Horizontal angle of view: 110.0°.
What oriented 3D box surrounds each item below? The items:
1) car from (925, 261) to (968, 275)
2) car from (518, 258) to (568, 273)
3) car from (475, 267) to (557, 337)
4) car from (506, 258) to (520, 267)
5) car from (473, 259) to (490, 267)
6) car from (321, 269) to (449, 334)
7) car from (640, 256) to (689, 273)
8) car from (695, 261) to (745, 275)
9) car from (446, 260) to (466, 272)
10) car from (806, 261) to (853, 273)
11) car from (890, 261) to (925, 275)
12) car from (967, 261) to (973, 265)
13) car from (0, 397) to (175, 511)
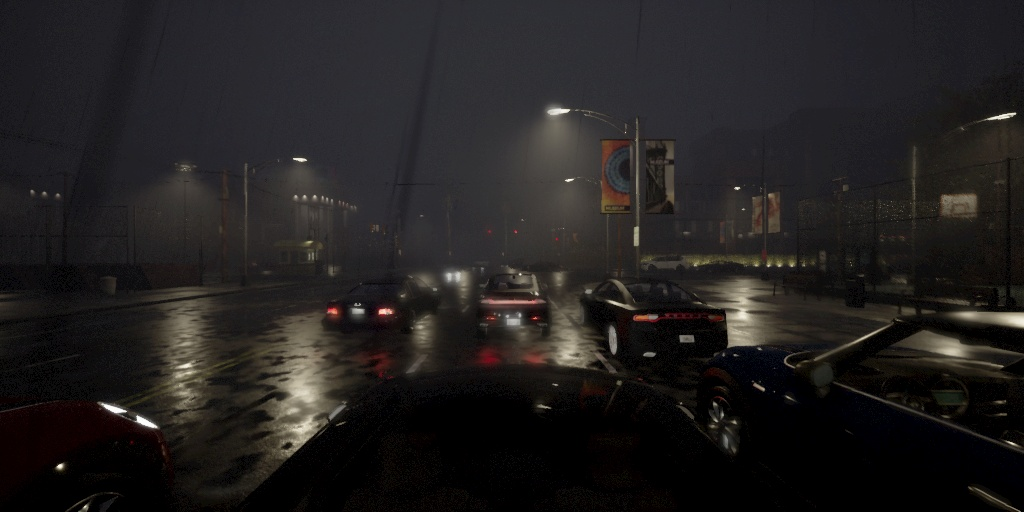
[{"bbox_3d":[45.162,1.241,35.795,4.902,1.511,2.128,0,0,-1],"label":"car"},{"bbox_3d":[3.805,1.297,41.858,5.357,1.411,2.033,0,0,33],"label":"car"},{"bbox_3d":[0.054,1.242,10.321,2.128,1.511,4.902,0,0,0],"label":"car"},{"bbox_3d":[0.741,1.102,55.881,2.097,1.767,4.553,0,0,-7],"label":"car"},{"bbox_3d":[-5.398,1.275,64.134,1.812,1.442,4.674,0,0,16],"label":"car"},{"bbox_3d":[-3.443,1.297,10.584,2.033,1.411,5.357,0,0,0],"label":"car"},{"bbox_3d":[18.019,0.972,42.672,5.566,2.045,2.150,0,0,0],"label":"car"},{"bbox_3d":[22.698,1.241,39.181,4.902,1.511,2.128,0,0,-1],"label":"car"},{"bbox_3d":[-7.051,1.242,45.363,2.128,1.511,4.902,0,0,1],"label":"car"},{"bbox_3d":[37.887,1.275,42.789,4.674,1.442,1.812,0,0,0],"label":"car"},{"bbox_3d":[43.438,1.228,39.294,5.008,1.535,1.882,0,0,0],"label":"car"},{"bbox_3d":[45.195,1.297,32.295,5.357,1.411,2.033,0,0,-1],"label":"car"},{"bbox_3d":[-3.403,1.102,0.579,2.097,1.767,4.553,0,0,0],"label":"car"}]
